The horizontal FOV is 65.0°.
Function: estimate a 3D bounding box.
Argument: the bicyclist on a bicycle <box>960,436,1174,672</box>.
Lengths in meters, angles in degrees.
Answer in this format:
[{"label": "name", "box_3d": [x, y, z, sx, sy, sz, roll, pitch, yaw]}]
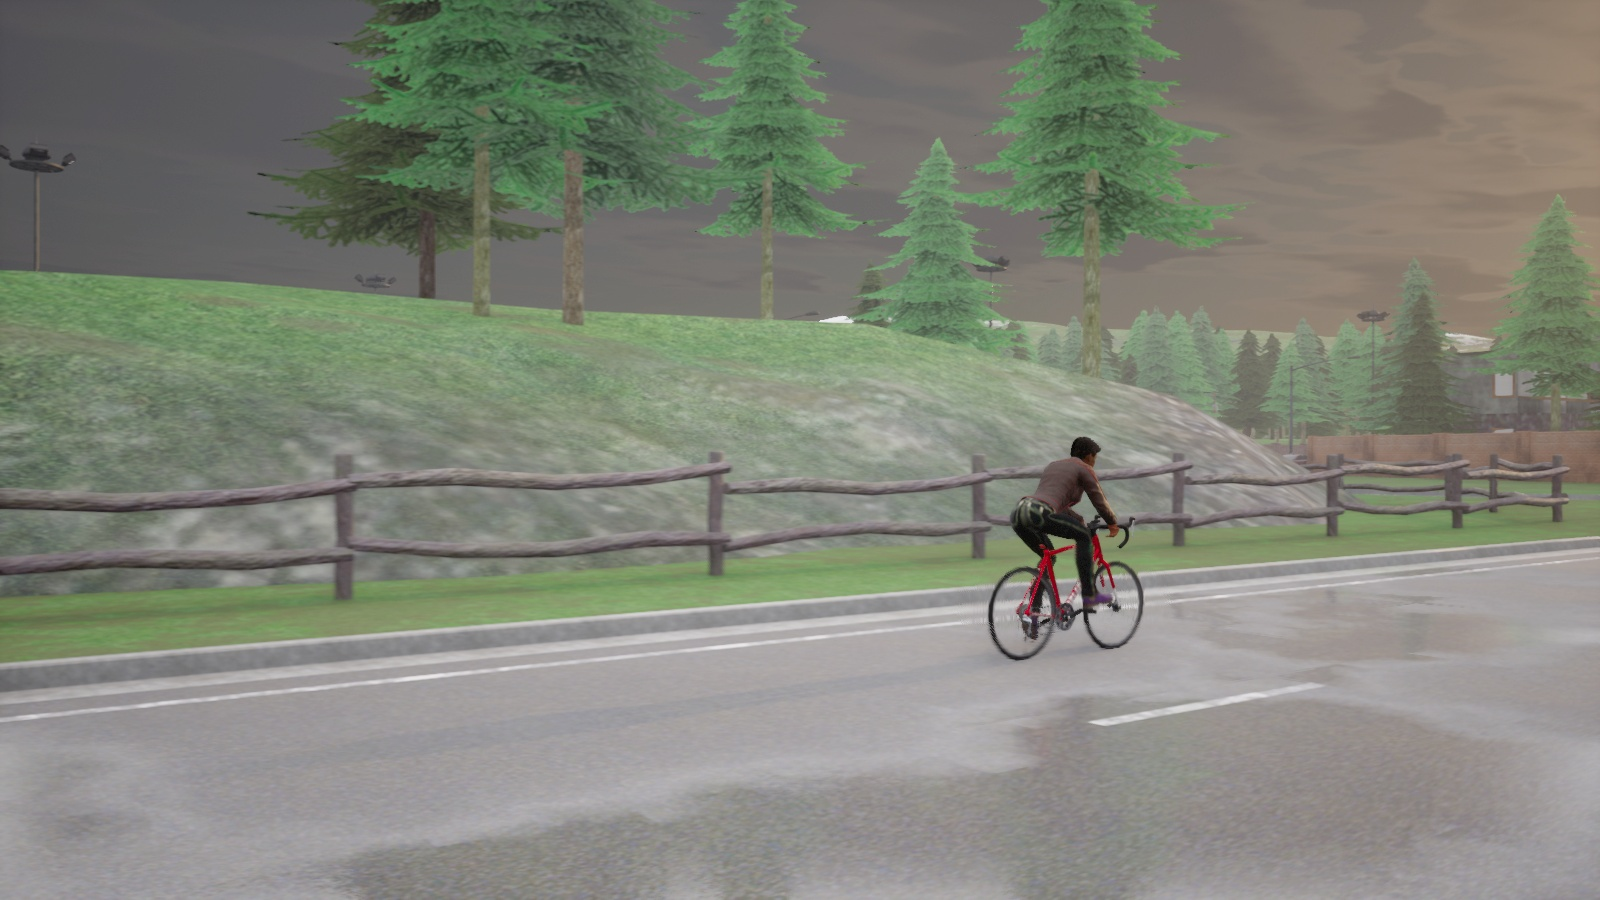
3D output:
[{"label": "bicyclist on a bicycle", "box_3d": [2.001, 0.716, 9.316, 1.656, 1.620, 0.582, 0, 0, -35]}]
